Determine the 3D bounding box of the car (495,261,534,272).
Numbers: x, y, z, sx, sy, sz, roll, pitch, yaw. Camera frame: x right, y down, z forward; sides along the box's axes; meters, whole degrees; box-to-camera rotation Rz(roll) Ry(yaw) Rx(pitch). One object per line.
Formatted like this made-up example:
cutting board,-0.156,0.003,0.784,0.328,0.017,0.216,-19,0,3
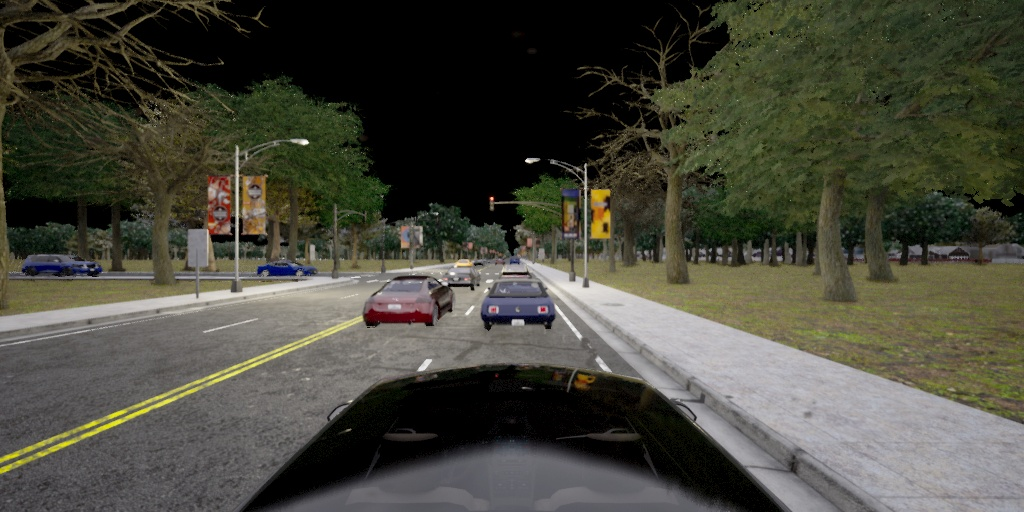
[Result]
car,0.225,1.233,20.585,2.128,1.511,4.902,0,0,2

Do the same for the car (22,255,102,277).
car,-41.318,0.917,32.970,5.566,2.045,2.150,0,0,1

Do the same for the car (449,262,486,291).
car,-2.995,1.289,21.824,2.033,1.411,5.357,0,0,0

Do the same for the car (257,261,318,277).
car,-20.488,1.195,32.802,5.008,1.535,1.882,0,0,0

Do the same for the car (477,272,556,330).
car,0.171,1.346,11.040,1.895,1.301,4.718,0,0,0

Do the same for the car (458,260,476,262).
car,-6.248,1.216,46.635,1.882,1.535,5.008,0,0,1

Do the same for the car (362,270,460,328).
car,-3.077,1.309,11.464,1.994,1.385,4.181,0,0,1
